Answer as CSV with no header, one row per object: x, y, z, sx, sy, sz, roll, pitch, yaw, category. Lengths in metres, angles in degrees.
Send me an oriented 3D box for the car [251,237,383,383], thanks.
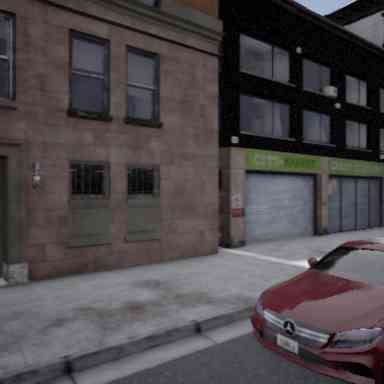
3.013,1.509,5.239,4.674,1.442,1.812,0,0,-35,car
